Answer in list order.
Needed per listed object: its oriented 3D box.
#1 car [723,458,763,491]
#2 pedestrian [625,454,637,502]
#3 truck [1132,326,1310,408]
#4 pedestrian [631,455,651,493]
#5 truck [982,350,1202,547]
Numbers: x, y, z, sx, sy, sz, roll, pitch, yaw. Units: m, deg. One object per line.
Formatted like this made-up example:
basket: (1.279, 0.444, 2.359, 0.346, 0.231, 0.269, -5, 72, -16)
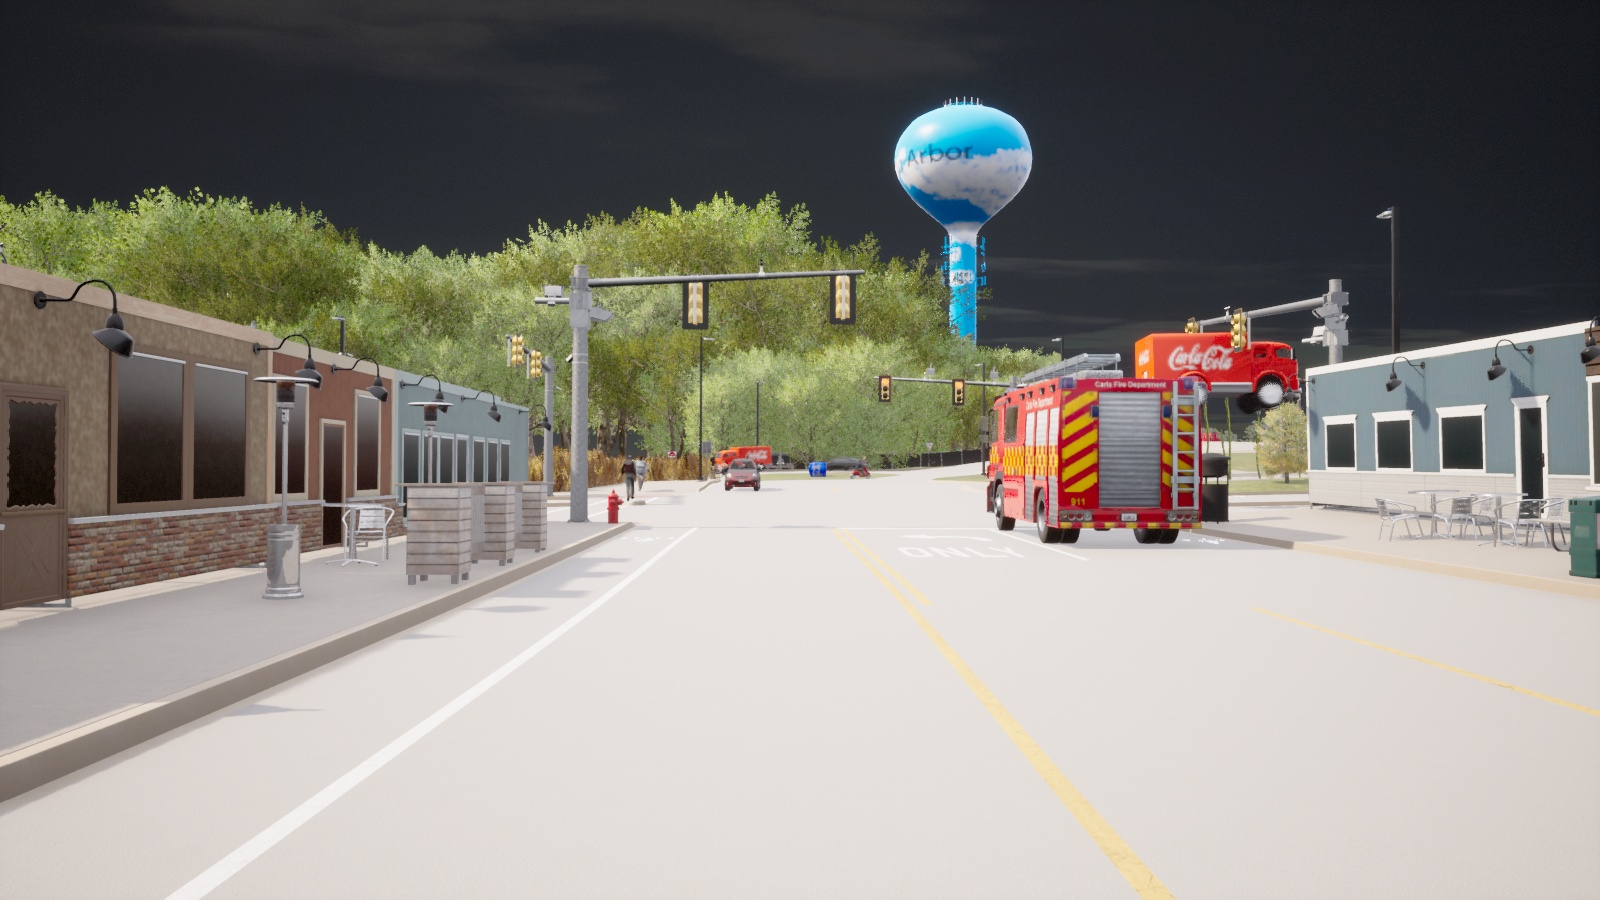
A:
car: (-2.920, 1.248, 64.968, 1.851, 1.617, 3.988, 0, 1, 0)
pedestrian: (-6.679, 1.109, 49.576, 0.376, 1.854, 0.720, 0, -1, 1)
truck: (14.478, -2.842, 43.500, 5.204, 2.467, 2.627, -1, -3, 0)
pedestrian: (-7.884, 1.206, 62.179, 0.874, 1.855, 0.900, 0, -1, -15)
truck: (6.313, 0.008, 28.718, 2.891, 3.827, 8.468, 0, -1, -1)
